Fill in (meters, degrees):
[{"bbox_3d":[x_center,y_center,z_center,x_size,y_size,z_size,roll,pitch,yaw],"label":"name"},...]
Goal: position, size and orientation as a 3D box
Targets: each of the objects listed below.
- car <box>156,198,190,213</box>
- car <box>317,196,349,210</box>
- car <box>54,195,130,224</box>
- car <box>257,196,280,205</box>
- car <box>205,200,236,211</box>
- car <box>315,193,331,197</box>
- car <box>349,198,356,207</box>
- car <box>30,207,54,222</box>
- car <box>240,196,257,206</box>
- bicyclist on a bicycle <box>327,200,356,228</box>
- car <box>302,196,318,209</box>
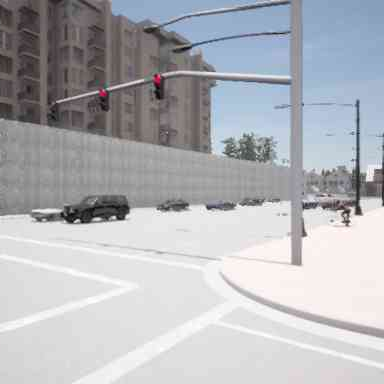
[{"bbox_3d":[-2.148,1.545,38.760,1.837,1.490,4.892,0,0,36],"label":"car"},{"bbox_3d":[18.150,1.564,42.775,2.033,1.411,5.357,0,0,36],"label":"car"},{"bbox_3d":[-7.281,1.258,25.622,2.150,2.045,5.566,0,0,36],"label":"car"},{"bbox_3d":[12.659,1.202,53.208,1.994,1.385,4.181,0,0,36],"label":"car"},{"bbox_3d":[3.519,1.636,40.644,1.895,1.301,4.718,0,0,36],"label":"car"},{"bbox_3d":[21.039,1.244,52.874,2.150,2.045,5.566,0,0,36],"label":"car"},{"bbox_3d":[24.105,1.564,51.142,2.033,1.411,5.357,0,0,36],"label":"car"},{"bbox_3d":[-10.548,1.643,27.078,1.895,1.301,4.718,0,0,35],"label":"car"},{"bbox_3d":[9.835,1.405,55.274,2.097,1.767,4.553,0,0,36],"label":"car"},{"bbox_3d":[8.929,1.308,19.934,1.656,1.620,0.582,0,0,36],"label":"bicyclist on a bicycle"},{"bbox_3d":[15.111,1.624,44.546,1.895,1.301,4.718,0,0,36],"label":"car"}]
